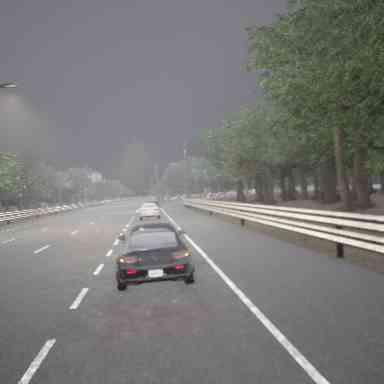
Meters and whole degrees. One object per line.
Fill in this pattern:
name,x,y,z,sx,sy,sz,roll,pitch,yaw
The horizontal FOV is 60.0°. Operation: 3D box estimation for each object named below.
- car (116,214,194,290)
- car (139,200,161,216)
car,-1.089,1.605,9.422,1.812,1.442,4.674,-4,0,-8
car,-4.058,1.804,32.000,1.812,1.442,4.674,-4,0,-7
